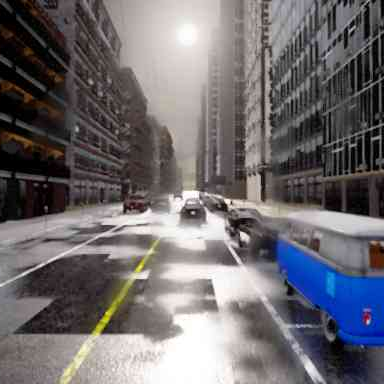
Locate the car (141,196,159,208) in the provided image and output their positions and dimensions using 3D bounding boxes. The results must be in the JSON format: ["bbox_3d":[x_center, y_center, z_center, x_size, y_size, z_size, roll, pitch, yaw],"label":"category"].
[{"bbox_3d":[-5.729,1.325,45.516,1.947,1.339,4.313,1,0,0],"label":"car"}]

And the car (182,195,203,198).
[{"bbox_3d":[0.054,1.381,41.534,1.895,1.301,4.718,0,0,0],"label":"car"}]

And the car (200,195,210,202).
[{"bbox_3d":[2.626,1.217,68.128,1.802,1.307,4.206,1,0,0],"label":"car"}]

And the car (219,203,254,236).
[{"bbox_3d":[2.682,1.476,17.268,1.947,1.339,4.313,1,0,0],"label":"car"}]

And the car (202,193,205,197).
[{"bbox_3d":[2.653,1.199,45.523,1.967,1.590,4.097,1,0,0],"label":"car"}]

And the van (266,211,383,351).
[{"bbox_3d":[2.699,1.310,5.965,1.690,1.788,3.998,1,0,0],"label":"van"}]

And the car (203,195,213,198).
[{"bbox_3d":[2.658,1.334,39.872,1.887,1.381,4.507,1,0,0],"label":"car"}]

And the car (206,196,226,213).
[{"bbox_3d":[2.664,1.386,34.221,1.947,1.339,4.313,1,0,0],"label":"car"}]

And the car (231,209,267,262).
[{"bbox_3d":[2.689,1.506,11.617,1.947,1.339,4.313,1,0,0],"label":"car"}]

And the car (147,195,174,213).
[{"bbox_3d":[-3.135,1.324,34.386,1.837,1.490,4.892,0,0,0],"label":"car"}]

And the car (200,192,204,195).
[{"bbox_3d":[2.647,1.168,51.174,1.967,1.590,4.097,1,0,0],"label":"car"}]

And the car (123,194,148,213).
[{"bbox_3d":[-5.712,1.136,34.213,2.192,1.841,5.009,1,0,0],"label":"car"}]

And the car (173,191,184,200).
[{"bbox_3d":[-3.083,0.747,75.039,2.150,2.045,5.566,0,0,0],"label":"car"}]

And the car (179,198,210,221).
[{"bbox_3d":[0.073,1.432,25.388,1.994,1.385,4.181,0,0,0],"label":"car"}]

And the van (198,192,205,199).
[{"bbox_3d":[2.604,0.850,90.731,1.690,1.788,3.998,1,0,0],"label":"van"}]
